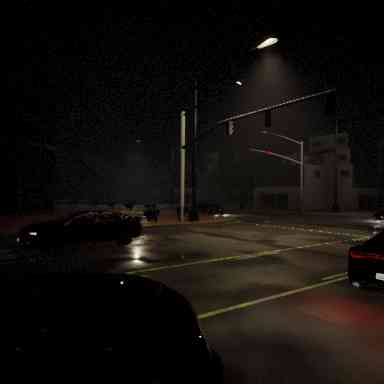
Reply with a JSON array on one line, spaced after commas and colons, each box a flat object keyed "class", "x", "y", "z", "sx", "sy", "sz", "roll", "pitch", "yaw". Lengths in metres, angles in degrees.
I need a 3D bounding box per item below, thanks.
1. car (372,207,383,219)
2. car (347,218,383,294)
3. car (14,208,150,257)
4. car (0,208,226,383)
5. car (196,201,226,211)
[{"class": "car", "x": 18.437, "y": 1.778, "z": 30.022, "sx": 5.357, "sy": 1.411, "sz": 2.033, "roll": 1, "pitch": -1, "yaw": -35}, {"class": "car", "x": 5.700, "y": 1.498, "z": 7.843, "sx": 5.008, "sy": 1.535, "sz": 1.882, "roll": 0, "pitch": 0, "yaw": -35}, {"class": "car", "x": -4.427, "y": 1.503, "z": 13.730, "sx": 4.902, "sy": 1.511, "sz": 2.128, "roll": 0, "pitch": 0, "yaw": -35}, {"class": "car", "x": -2.382, "y": 1.222, "z": 2.045, "sx": 5.566, "sy": 2.045, "sz": 2.150, "roll": 0, "pitch": 0, "yaw": -36}, {"class": "car", "x": 1.756, "y": 1.656, "z": 36.088, "sx": 1.994, "sy": 1.385, "sz": 4.181, "roll": 1, "pitch": -1, "yaw": -35}]
